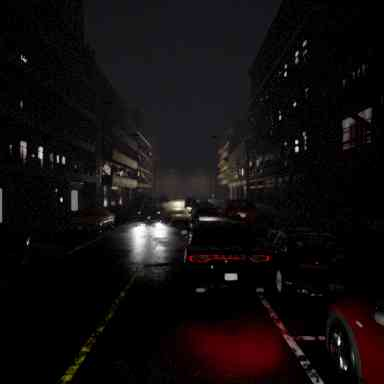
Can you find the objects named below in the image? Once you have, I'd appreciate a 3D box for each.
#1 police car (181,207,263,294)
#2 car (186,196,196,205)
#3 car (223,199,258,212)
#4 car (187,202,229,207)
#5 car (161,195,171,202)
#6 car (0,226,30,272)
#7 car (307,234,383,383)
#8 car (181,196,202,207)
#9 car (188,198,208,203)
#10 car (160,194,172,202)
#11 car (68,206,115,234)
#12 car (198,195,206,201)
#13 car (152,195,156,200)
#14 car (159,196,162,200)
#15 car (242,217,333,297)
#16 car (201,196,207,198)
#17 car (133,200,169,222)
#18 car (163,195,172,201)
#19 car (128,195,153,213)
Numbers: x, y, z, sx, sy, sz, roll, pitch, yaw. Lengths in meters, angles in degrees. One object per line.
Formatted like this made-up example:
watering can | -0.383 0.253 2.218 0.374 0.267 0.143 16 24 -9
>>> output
police car | 0.731 1.425 8.963 1.930 1.638 5.238 0 0 0
car | -0.159 1.510 59.402 1.812 1.442 4.674 0 0 0
car | 2.640 1.313 19.638 2.192 1.841 5.009 0 0 0
car | 0.783 1.524 18.852 1.812 1.442 4.674 0 0 0
car | -5.892 1.416 75.982 1.967 1.590 4.097 0 0 0
car | -5.712 1.565 8.345 1.947 1.339 4.313 0 0 0
car | 2.684 1.440 2.729 1.967 1.590 4.097 0 0 0
car | -0.114 1.537 45.138 2.033 1.411 5.357 0 0 0
car | 0.833 1.474 24.857 1.882 1.535 5.008 0 0 0
car | -5.876 1.294 70.347 2.192 1.841 5.009 0 0 0
car | -5.741 1.523 19.448 1.752 1.417 4.829 0 0 0
car | 2.473 1.518 81.638 1.887 1.381 4.507 0 0 0
car | -5.801 1.306 42.165 2.192 1.841 5.009 0 0 0
car | -5.818 1.571 47.802 1.802 1.307 4.206 0 0 0
car | 2.669 1.550 8.364 2.008 1.369 4.403 0 0 0
car | 2.503 1.504 70.535 1.752 1.417 4.829 0 0 0
car | -3.173 1.597 26.717 1.895 1.301 4.718 0 0 0
car | -5.907 1.518 81.620 1.887 1.381 4.507 0 0 0
car | -5.787 1.433 36.529 1.967 1.590 4.097 0 0 0
